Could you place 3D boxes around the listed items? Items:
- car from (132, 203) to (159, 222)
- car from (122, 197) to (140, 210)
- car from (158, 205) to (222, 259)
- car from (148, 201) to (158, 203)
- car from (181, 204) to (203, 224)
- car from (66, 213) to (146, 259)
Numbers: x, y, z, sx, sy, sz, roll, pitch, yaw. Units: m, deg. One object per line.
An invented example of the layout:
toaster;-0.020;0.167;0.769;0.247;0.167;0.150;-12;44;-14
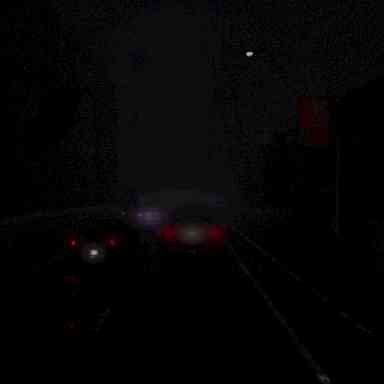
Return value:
car;-3.243;1.879;27.522;2.033;1.411;5.357;0;-1;0
car;-9.839;1.815;54.353;2.150;2.045;5.566;0;0;0
car;0.018;1.498;13.422;2.097;1.767;4.553;0;-1;0
car;-6.580;2.166;55.225;1.994;1.385;4.181;0;0;0
car;0.021;1.874;28.920;1.812;1.442;4.674;0;0;0
car;-3.236;1.746;13.251;1.895;1.301;4.718;0;-1;0
